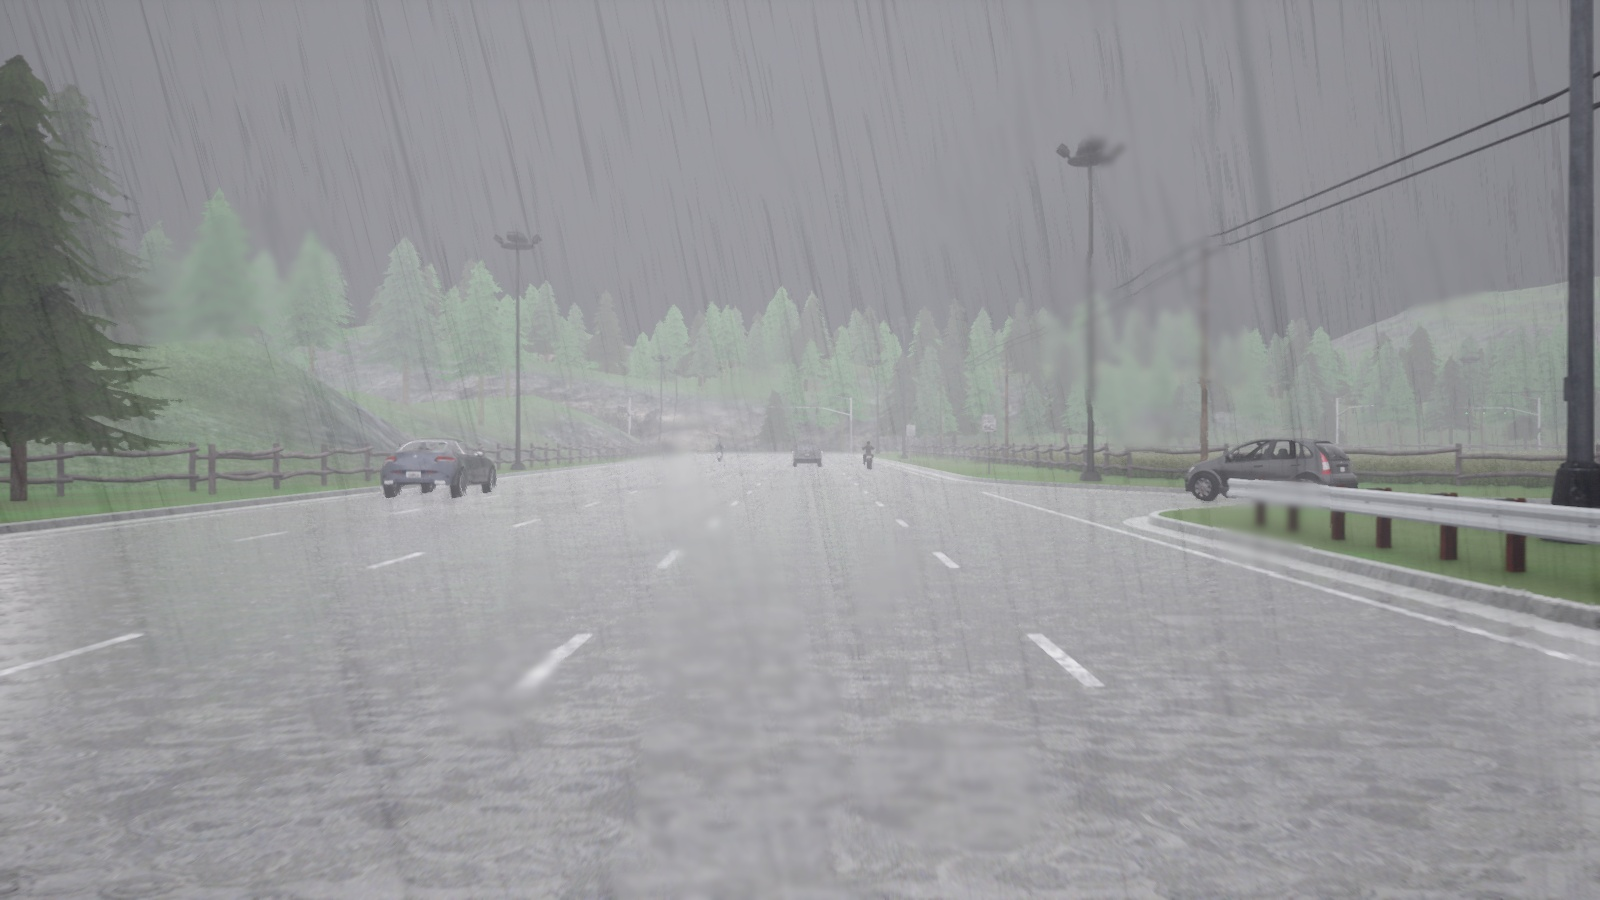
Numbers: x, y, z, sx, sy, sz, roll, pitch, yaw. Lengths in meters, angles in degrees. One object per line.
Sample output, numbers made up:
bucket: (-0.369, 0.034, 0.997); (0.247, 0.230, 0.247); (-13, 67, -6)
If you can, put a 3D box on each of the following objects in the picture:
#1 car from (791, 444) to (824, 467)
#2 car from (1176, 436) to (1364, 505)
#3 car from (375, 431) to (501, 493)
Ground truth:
car: (0.470, 0.340, 80.629); (2.033, 1.411, 5.357); (0, 0, 0)
car: (11.720, 0.476, 31.466); (1.851, 1.617, 3.988); (0, 0, -44)
car: (-10.281, 0.313, 36.114); (2.152, 1.651, 5.027); (0, 0, 0)
